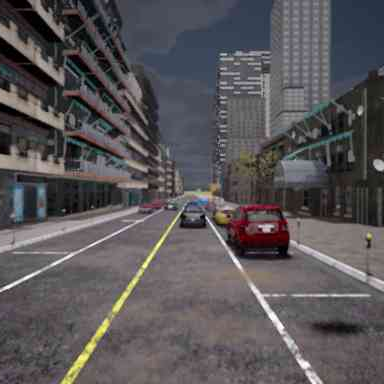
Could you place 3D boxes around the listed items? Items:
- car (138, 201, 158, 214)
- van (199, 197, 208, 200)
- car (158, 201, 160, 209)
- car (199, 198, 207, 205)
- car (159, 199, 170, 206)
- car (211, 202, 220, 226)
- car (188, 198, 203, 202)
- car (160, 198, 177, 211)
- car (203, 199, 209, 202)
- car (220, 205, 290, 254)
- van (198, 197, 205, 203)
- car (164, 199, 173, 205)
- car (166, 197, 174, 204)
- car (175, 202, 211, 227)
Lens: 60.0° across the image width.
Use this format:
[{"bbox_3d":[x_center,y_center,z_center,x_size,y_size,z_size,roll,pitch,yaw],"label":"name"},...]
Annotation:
[{"bbox_3d":[-5.716,1.987,41.984,1.802,1.307,4.206,-1,-1,0],"label":"car"},{"bbox_3d":[2.652,2.003,69.933,1.690,1.788,3.998,-1,-1,0],"label":"van"},{"bbox_3d":[-5.720,2.053,53.144,1.887,1.381,4.507,-1,-1,0],"label":"car"},{"bbox_3d":[2.652,2.306,81.091,1.887,1.381,4.507,-1,-1,0],"label":"car"},{"bbox_3d":[-5.724,2.242,69.885,1.802,1.307,4.206,-1,-1,0],"label":"car"},{"bbox_3d":[2.659,1.775,25.464,1.752,1.417,4.829,-1,-1,0],"label":"car"},{"bbox_3d":[0.075,1.881,41.765,1.882,1.535,5.008,0,-1,0],"label":"car"},{"bbox_3d":[-3.069,1.969,49.613,2.128,1.511,4.902,0,-1,0],"label":"car"},{"bbox_3d":[2.663,2.040,47.612,1.802,1.307,4.206,-1,-1,0],"label":"car"},{"bbox_3d":[2.635,1.455,14.137,2.192,1.841,5.009,-1,-1,0],"label":"car"},{"bbox_3d":[2.645,2.200,92.253,1.690,1.788,3.998,-1,0,0],"label":"van"},{"bbox_3d":[-5.728,2.311,81.047,2.008,1.369,4.403,-1,-1,0],"label":"car"},{"bbox_3d":[-5.732,2.249,86.627,1.967,1.590,4.097,-1,-1,0],"label":"car"},{"bbox_3d":[0.081,1.738,25.193,2.128,1.511,4.902,0,-1,0],"label":"car"}]
